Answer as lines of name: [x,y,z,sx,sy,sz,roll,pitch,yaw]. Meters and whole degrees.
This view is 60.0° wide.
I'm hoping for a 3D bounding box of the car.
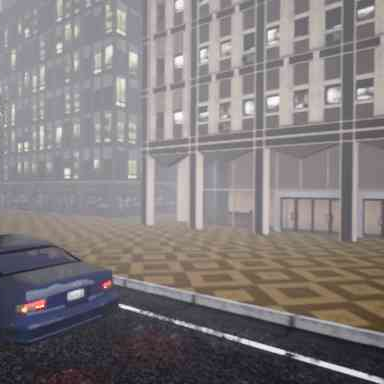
car: [-3.737,1.545,6.331,5.357,1.411,2.033,0,0,36]
